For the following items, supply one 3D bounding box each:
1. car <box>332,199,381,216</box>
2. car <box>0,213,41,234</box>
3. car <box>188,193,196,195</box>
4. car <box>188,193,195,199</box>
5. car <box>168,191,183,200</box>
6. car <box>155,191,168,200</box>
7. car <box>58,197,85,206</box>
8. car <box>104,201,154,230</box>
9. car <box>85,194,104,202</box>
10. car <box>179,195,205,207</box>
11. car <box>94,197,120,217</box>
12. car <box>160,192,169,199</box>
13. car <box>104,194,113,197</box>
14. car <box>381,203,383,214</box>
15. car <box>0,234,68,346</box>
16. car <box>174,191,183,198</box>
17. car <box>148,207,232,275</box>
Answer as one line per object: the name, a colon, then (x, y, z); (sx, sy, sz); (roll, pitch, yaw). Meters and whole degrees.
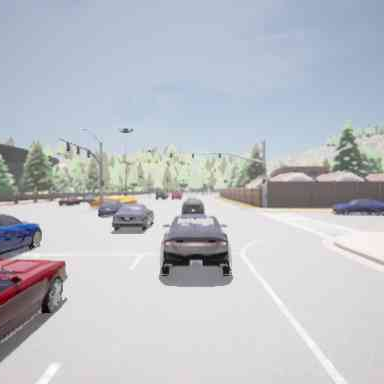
car: (15.199, 1.352, 30.218); (4.674, 1.442, 1.812); (0, 0, 2)
car: (-6.902, 1.421, 11.198); (1.882, 1.535, 5.008); (0, 0, 0)
car: (-0.019, 1.055, 77.819); (1.812, 1.442, 4.674); (0, 0, 0)
car: (-0.021, 0.994, 87.569); (1.812, 1.442, 4.674); (0, 0, 1)
car: (-3.518, 0.758, 75.175); (2.150, 2.045, 5.566); (0, 0, 0)
car: (-7.018, 0.758, 75.174); (2.150, 2.045, 5.566); (0, 0, 0)
car: (-17.576, 1.317, 48.006); (1.895, 1.301, 4.718); (0, 0, 0)
car: (-3.405, 1.438, 19.930); (2.033, 1.411, 5.357); (0, 0, 0)
car: (-17.514, 1.201, 57.972); (2.033, 1.411, 5.357); (0, 0, 0)
car: (0.093, 1.311, 29.122); (1.882, 1.535, 5.008); (0, 0, 0)
car: (-6.908, 1.395, 29.489); (1.994, 1.385, 4.181); (0, 0, 0)
car: (-7.020, 0.897, 85.566); (2.128, 1.511, 4.902); (0, 0, 0)
car: (-17.516, 1.114, 68.295); (1.812, 1.442, 4.674); (0, 0, 0)
car: (18.217, 1.375, 26.604); (4.674, 1.442, 1.812); (0, 0, 2)
car: (-3.402, 1.580, 4.561); (1.895, 1.301, 4.718); (0, 0, 0)
car: (-3.520, 0.727, 85.535); (2.097, 1.767, 4.553); (0, 0, 0)
car: (0.098, 1.442, 10.237); (2.128, 1.511, 4.902); (0, 0, 0)
